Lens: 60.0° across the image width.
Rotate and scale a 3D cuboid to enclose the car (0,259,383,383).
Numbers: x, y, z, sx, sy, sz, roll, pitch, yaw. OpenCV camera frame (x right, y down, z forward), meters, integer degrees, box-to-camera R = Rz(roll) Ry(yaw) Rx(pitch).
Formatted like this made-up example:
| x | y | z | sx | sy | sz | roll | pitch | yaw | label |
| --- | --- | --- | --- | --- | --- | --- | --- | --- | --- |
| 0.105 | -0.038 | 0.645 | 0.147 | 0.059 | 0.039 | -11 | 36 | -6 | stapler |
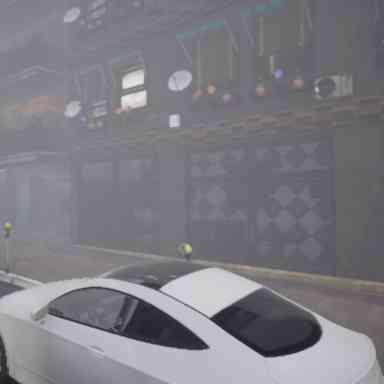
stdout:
| x | y | z | sx | sy | sz | roll | pitch | yaw | label |
| --- | --- | --- | --- | --- | --- | --- | --- | --- | --- |
| -0.524 | 1.509 | 3.655 | 4.674 | 1.442 | 1.812 | 0 | 0 | 35 | car |
